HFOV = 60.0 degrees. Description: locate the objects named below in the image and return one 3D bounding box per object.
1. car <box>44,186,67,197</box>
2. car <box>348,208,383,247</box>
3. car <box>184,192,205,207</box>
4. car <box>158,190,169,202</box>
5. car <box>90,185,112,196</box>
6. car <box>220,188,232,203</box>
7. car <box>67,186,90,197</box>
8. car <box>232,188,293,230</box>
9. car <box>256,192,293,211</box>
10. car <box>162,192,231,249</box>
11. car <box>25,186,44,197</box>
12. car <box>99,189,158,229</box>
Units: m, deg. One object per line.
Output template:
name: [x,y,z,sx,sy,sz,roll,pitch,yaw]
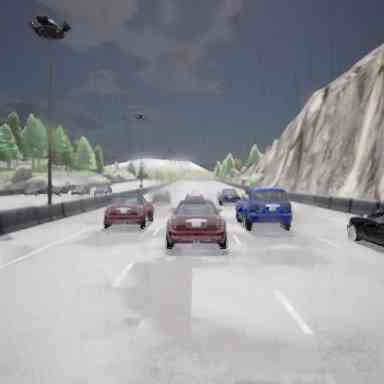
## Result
car: [-20.769,-0.149,51.898,1.837,1.490,4.892,0,2,0]
car: [7.150,1.221,11.286,1.882,1.535,5.008,0,1,0]
car: [0.248,0.701,33.547,1.895,1.301,4.718,0,2,0]
car: [-3.239,0.535,36.266,1.812,1.442,4.674,0,2,0]
car: [-13.769,-0.291,51.892,2.097,1.767,4.553,0,2,0]
car: [3.755,0.408,34.902,2.097,1.767,4.553,0,2,0]
car: [-17.269,-0.168,51.882,1.882,1.535,5.008,0,2,0]
car: [3.679,0.796,17.771,2.150,2.045,5.566,0,2,0]
car: [7.232,0.768,29.843,2.033,1.411,5.357,0,2,0]
car: [0.158,1.045,13.183,2.097,1.767,4.553,0,1,0]
car: [-24.269,-0.128,51.916,2.128,1.511,4.902,0,2,0]
car: [-3.319,0.910,18.307,2.097,1.767,4.553,0,2,0]
